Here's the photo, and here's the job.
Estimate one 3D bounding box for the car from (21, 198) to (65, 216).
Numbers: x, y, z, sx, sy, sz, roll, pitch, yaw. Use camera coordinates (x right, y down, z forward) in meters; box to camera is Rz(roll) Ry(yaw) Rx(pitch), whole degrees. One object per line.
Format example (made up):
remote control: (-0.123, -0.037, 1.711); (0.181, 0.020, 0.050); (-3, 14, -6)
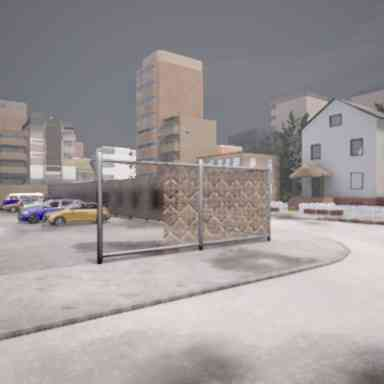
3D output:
car: (-14.456, 1.400, 32.283); (3.633, 1.501, 1.845); (0, 0, -36)

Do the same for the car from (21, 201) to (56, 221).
car: (-11.683, 1.442, 25.319); (2.207, 1.379, 1.481); (0, 0, -36)

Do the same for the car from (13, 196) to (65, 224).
car: (-9.949, 1.337, 23.941); (4.611, 1.667, 2.242); (0, 0, -36)

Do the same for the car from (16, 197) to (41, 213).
car: (-17.510, 1.391, 35.573); (1.789, 1.547, 3.705); (0, 0, -36)

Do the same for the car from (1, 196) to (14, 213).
car: (-17.511, 1.462, 35.851); (5.357, 1.415, 2.033); (0, 0, -36)

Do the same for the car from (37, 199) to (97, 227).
car: (-7.505, 1.404, 21.789); (4.193, 1.474, 1.816); (0, 0, -36)

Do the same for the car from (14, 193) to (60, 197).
car: (-12.237, 1.231, 27.580); (3.866, 1.878, 1.905); (0, 0, -36)
